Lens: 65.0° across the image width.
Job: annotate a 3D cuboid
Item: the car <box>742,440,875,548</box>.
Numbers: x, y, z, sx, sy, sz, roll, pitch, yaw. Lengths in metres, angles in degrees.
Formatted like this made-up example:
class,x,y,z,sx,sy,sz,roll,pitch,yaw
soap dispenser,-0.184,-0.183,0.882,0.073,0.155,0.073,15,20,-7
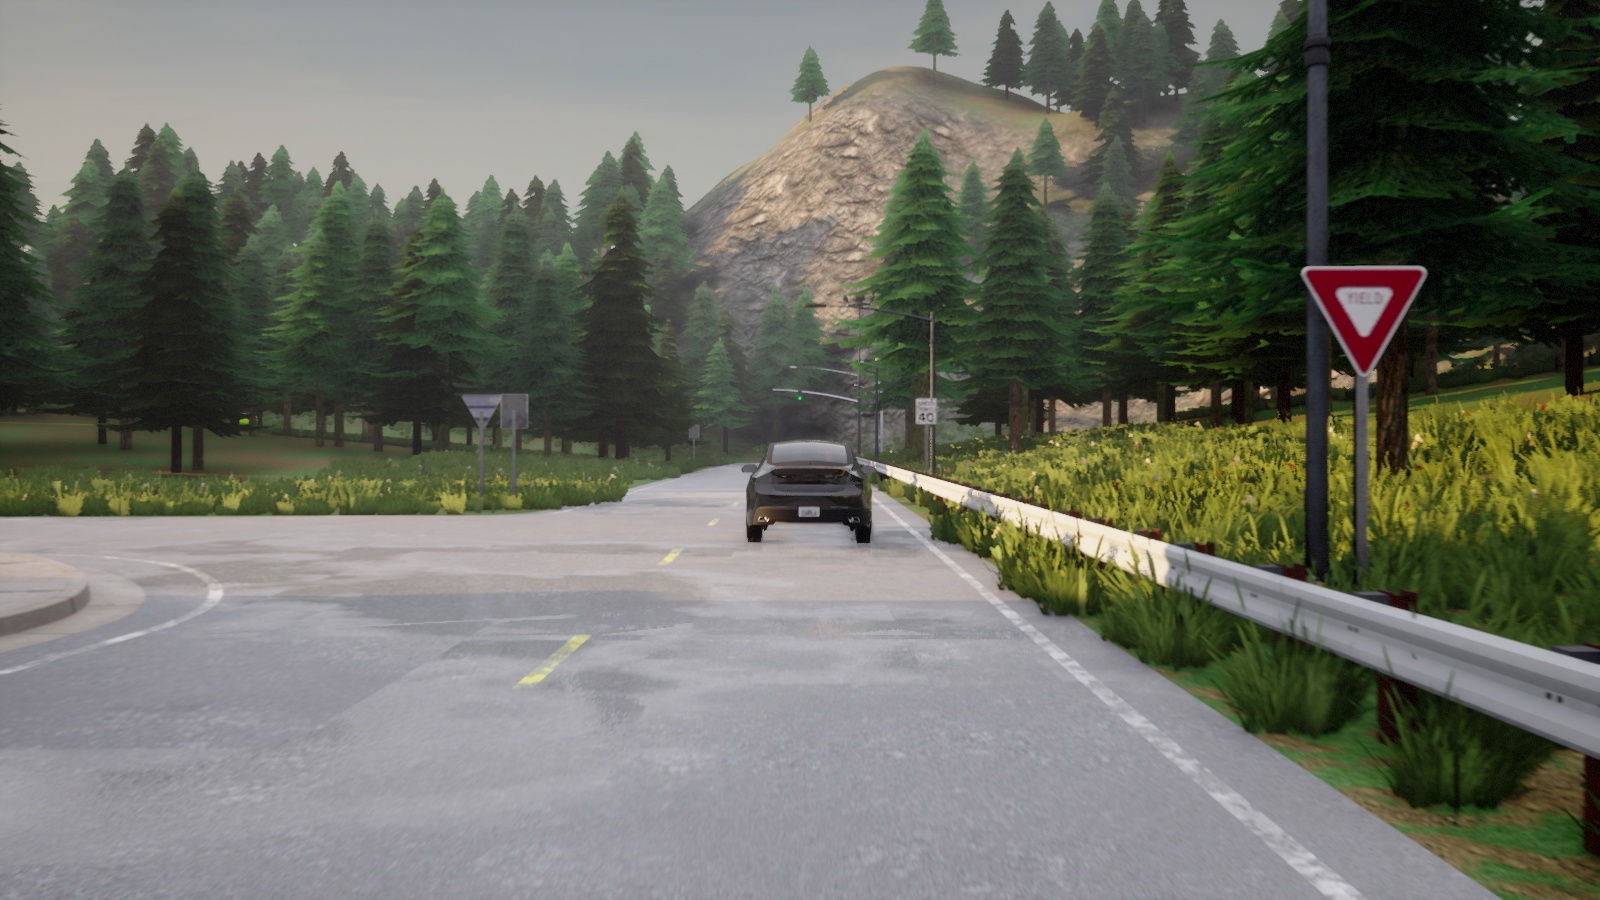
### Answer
class,x,y,z,sx,sy,sz,roll,pitch,yaw
car,0.132,0.614,19.884,1.837,1.490,4.892,1,0,0
